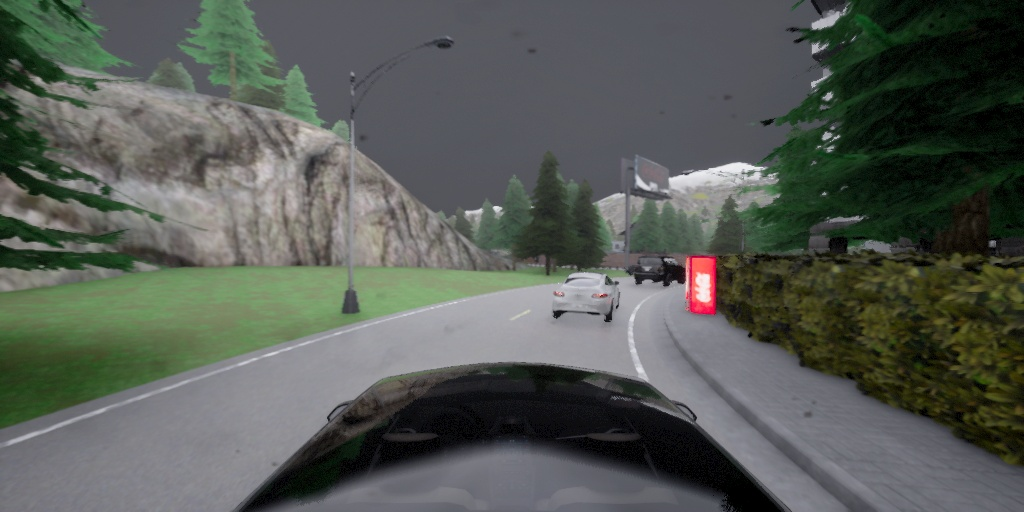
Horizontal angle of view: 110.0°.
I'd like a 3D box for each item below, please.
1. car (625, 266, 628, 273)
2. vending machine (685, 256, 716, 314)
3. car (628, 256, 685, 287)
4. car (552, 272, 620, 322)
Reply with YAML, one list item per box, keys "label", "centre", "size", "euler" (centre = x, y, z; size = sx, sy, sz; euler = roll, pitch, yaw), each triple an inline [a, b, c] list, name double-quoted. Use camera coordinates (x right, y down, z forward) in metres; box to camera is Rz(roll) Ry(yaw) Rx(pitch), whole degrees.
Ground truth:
- label: "car"
  centre: [12.420, 1.035, 32.635]
  size: [5.357, 1.411, 2.033]
  euler: [0, 0, -41]
- label: "vending machine"
  centre: [6.441, 0.977, 12.238]
  size: [1.100, 2.100, 0.880]
  euler: [0, 0, 23]
- label: "car"
  centre: [10.492, 1.001, 25.353]
  size: [2.150, 2.045, 5.566]
  euler: [1, 0, 40]
- label: "car"
  centre: [2.657, 1.268, 12.410]
  size: [1.812, 1.442, 4.674]
  euler: [0, 0, 20]
